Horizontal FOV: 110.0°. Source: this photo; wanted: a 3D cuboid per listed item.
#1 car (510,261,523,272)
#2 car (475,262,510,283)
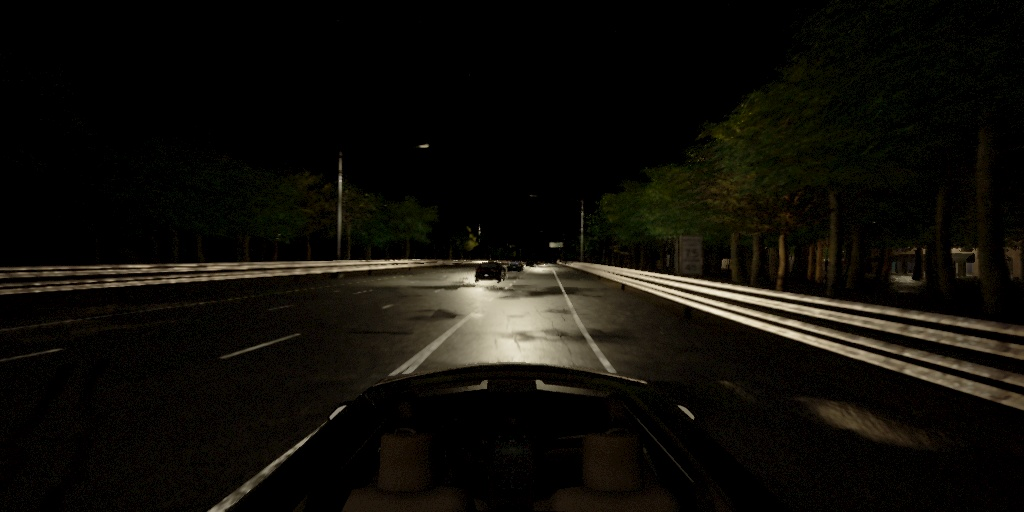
[{"bbox_3d":[0.461,1.434,49.005,1.994,1.385,4.181,1,0,6],"label":"car"},{"bbox_3d":[-1.593,1.225,27.963,1.882,1.535,5.008,1,0,6],"label":"car"}]
